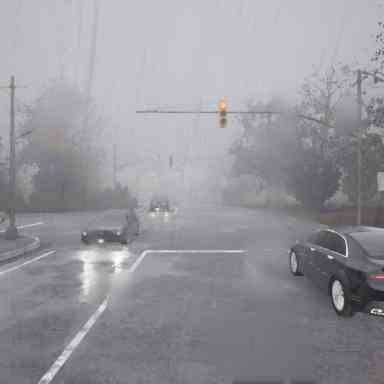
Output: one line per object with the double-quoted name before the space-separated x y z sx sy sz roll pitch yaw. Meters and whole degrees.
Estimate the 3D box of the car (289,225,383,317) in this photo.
"car" 3.599 1.505 7.441 1.837 1.490 4.892 0 0 1

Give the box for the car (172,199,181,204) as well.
"car" -4.368 2.432 83.174 1.895 1.301 4.718 0 -1 -22

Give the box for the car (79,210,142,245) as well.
"car" -3.582 1.548 15.744 2.033 1.411 5.357 0 0 0

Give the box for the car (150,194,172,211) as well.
"car" -3.889 1.272 40.777 2.150 2.045 5.566 0 0 -2

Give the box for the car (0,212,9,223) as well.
"car" -15.474 1.675 23.045 4.718 1.301 1.895 -1 0 -3

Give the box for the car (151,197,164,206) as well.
"car" -7.083 1.899 68.311 2.097 1.767 4.553 0 -1 -12
